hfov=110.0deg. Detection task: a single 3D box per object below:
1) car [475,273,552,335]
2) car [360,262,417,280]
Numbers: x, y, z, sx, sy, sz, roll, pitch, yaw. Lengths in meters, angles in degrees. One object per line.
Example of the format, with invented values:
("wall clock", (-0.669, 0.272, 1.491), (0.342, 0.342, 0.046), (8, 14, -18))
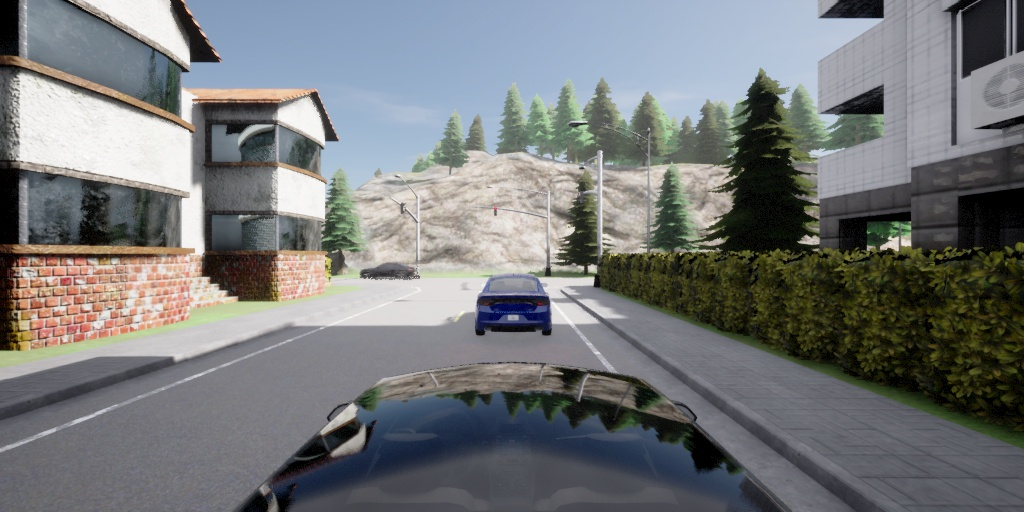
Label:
("car", (0.050, 1.228, 10.488), (1.882, 1.535, 5.008), (0, 0, 0))
("car", (-10.572, 1.275, 30.750), (4.674, 1.442, 1.812), (0, 0, 1))
